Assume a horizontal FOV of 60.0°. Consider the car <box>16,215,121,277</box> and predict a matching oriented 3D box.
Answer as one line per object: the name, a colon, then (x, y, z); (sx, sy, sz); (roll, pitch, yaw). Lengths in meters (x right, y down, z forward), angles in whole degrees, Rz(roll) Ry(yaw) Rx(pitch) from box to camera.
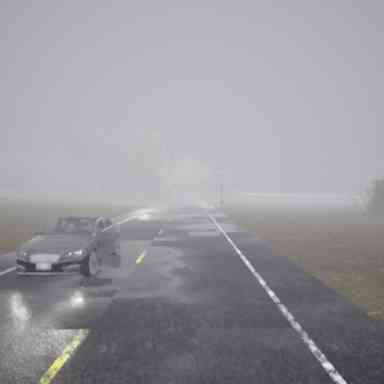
car: (-3.497, 1.491, 10.277); (2.128, 1.511, 4.902); (0, 0, 0)
